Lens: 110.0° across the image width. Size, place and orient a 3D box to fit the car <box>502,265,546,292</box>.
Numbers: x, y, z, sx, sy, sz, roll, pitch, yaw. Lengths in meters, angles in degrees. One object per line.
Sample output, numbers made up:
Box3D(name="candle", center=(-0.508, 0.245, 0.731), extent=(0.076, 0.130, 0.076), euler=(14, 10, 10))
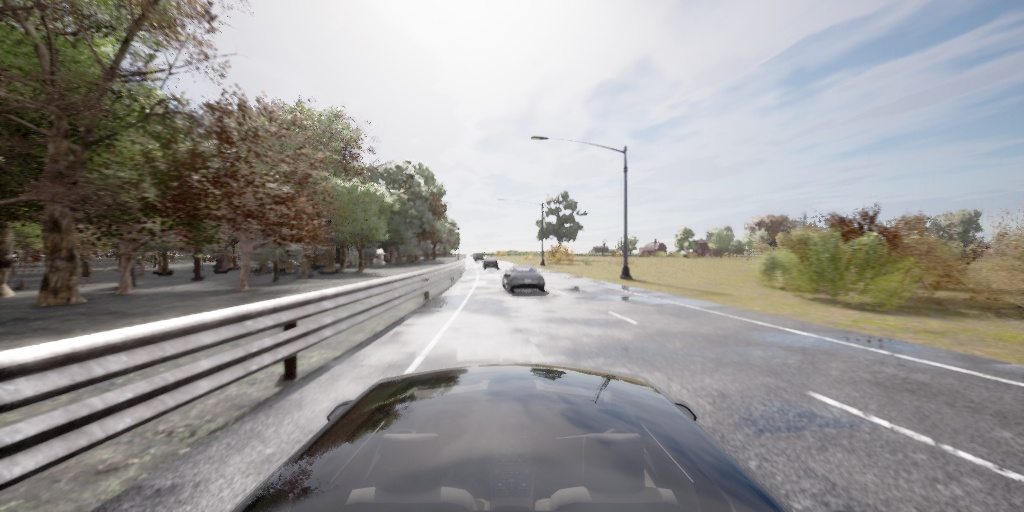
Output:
Box3D(name="car", center=(0.577, 1.205, 20.268), extent=(1.994, 1.385, 4.181), euler=(0, 0, -7))

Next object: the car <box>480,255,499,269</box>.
Box3D(name="car", center=(-2.863, 0.941, 47.466), extent=(1.882, 1.535, 5.008), euler=(0, 0, -7))
